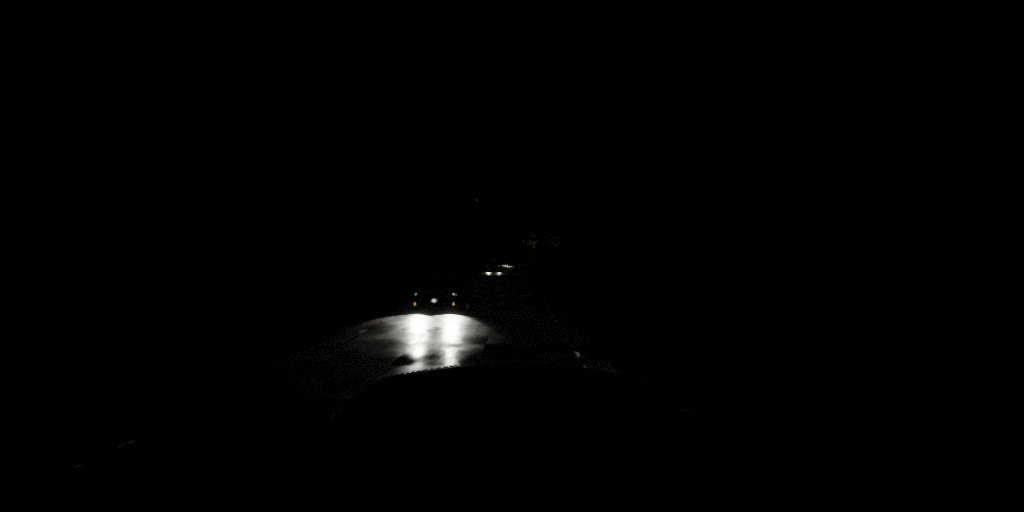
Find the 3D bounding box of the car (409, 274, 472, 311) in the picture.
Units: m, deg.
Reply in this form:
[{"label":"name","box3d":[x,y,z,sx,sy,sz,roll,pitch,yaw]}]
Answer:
[{"label":"car","box3d":[-2.845,1.451,15.068,1.994,1.385,4.181,0,-1,0]}]

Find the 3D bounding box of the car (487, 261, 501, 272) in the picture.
[{"label":"car","box3d":[-2.796,1.624,56.187,2.097,1.767,4.553,0,-1,0]}]
